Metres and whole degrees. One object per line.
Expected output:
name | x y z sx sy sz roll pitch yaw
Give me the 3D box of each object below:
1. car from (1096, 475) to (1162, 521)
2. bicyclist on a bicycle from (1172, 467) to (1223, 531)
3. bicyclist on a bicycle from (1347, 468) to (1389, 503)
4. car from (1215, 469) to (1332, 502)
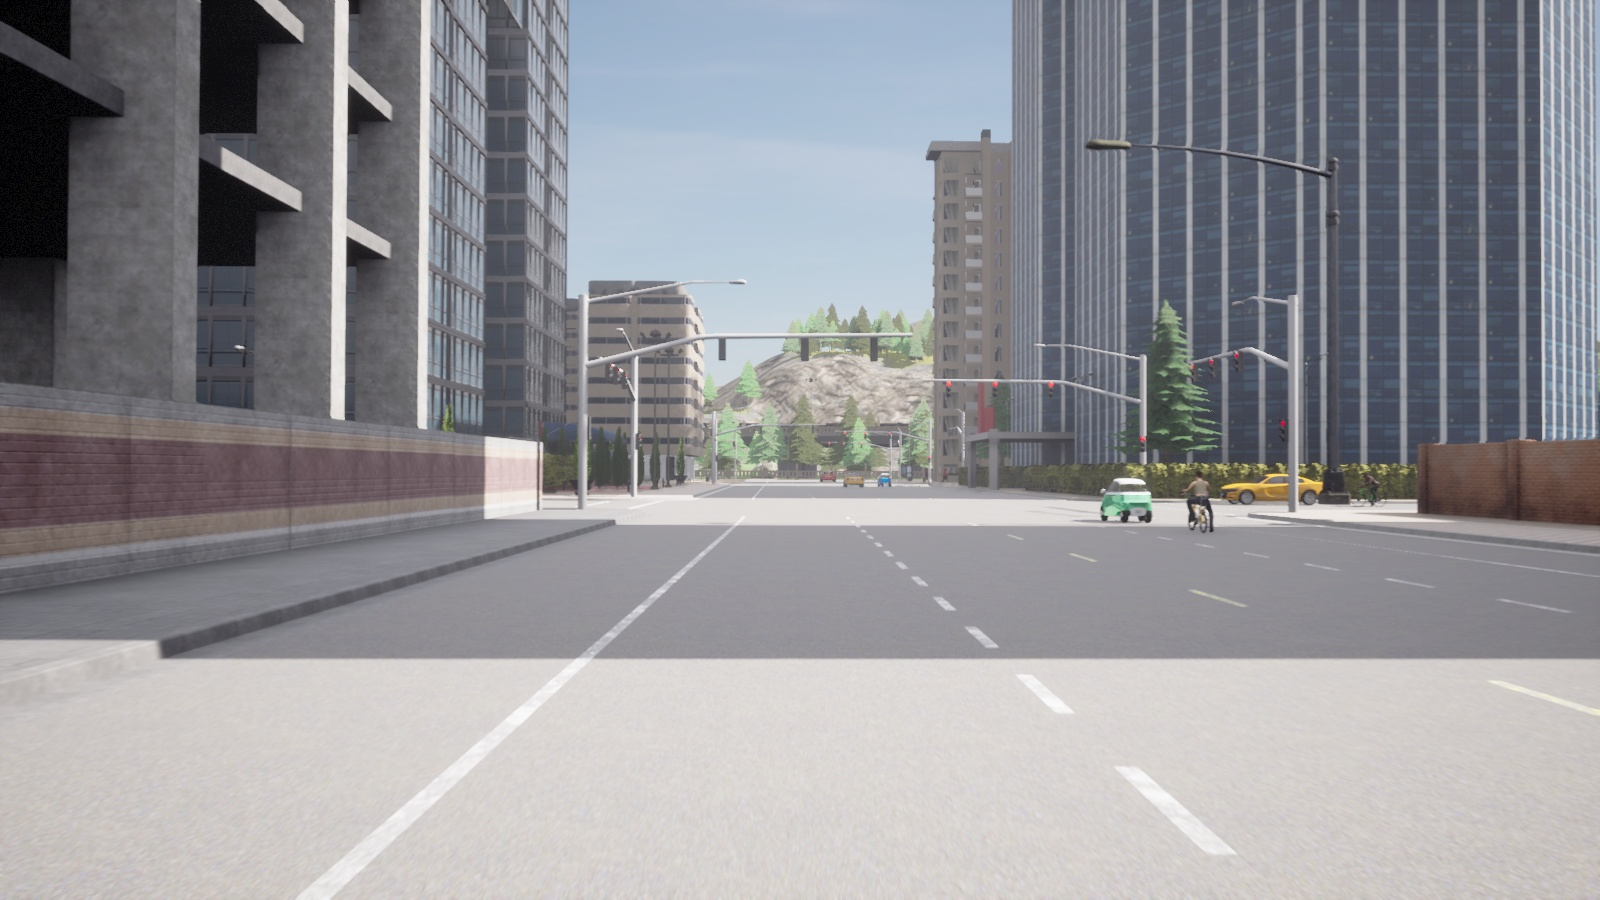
car | 10.385 1.493 39.727 1.481 1.376 2.207 0 -1 -1
bicyclist on a bicycle | 10.417 1.261 32.953 0.866 1.612 1.509 0 0 0
bicyclist on a bicycle | 26.348 1.637 58.221 1.656 1.620 0.582 -1 -1 -1
car | 23.209 1.732 61.682 5.008 1.535 1.882 0 -1 -1
